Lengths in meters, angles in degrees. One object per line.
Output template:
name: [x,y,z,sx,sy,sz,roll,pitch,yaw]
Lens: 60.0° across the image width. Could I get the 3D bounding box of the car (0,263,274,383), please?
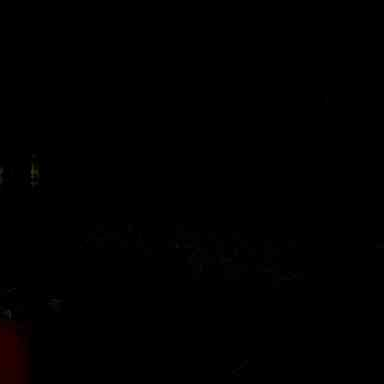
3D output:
car: [-1.332,1.543,3.927,4.507,1.381,1.887,0,0,36]
